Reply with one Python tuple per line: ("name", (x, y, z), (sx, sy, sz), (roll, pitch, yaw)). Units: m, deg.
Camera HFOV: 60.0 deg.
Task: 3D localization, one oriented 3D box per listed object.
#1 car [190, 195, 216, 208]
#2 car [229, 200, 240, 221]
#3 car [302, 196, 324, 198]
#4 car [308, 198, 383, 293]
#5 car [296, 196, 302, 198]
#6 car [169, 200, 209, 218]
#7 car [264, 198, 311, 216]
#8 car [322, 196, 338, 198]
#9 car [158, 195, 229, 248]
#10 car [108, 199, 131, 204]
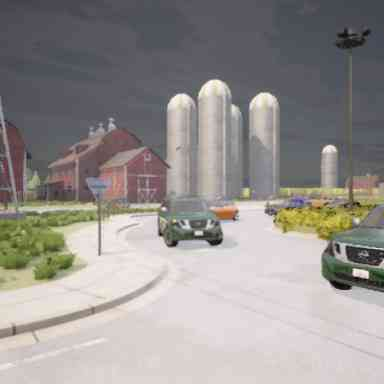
("car", (1.545, 1.351, 49.209), (1.905, 1.878, 3.866), (0, 0, -36))
("car", (1.710, 1.371, 25.182), (2.097, 1.767, 4.553), (0, 0, 38))
("car", (17.629, 1.332, 44.645), (1.932, 1.855, 4.605), (0, 0, -36))
("car", (5.474, 1.227, 8.015), (5.566, 2.045, 2.150), (0, 0, -36))
("car", (20.978, 1.514, 63.642), (2.242, 1.667, 4.611), (0, 0, -36))
("car", (-0.311, 1.546, 31.097), (1.784, 1.438, 3.905), (0, 0, -36))
("car", (9.372, 1.566, 32.296), (5.357, 1.411, 2.033), (0, 0, -37))
("car", (17.558, 1.508, 38.307), (4.902, 1.511, 2.128), (0, 0, -36))
("car", (-0.301, 1.234, 15.484), (2.150, 2.045, 5.566), (0, 0, -12))
("car", (-8.939, 1.545, 40.714), (1.816, 1.474, 4.193), (0, 0, -36))
